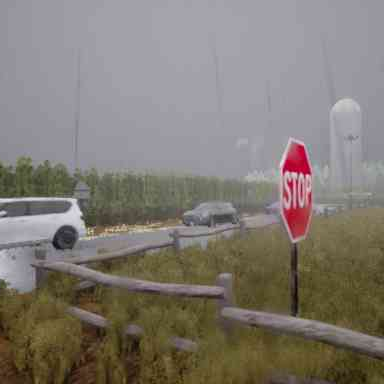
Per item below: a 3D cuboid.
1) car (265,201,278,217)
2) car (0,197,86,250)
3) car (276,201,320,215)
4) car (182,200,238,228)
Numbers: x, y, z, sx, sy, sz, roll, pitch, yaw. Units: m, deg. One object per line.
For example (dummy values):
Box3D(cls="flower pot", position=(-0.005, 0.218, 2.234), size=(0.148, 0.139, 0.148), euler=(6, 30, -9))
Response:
Box3D(cls="car", position=(8.998, 1.655, 33.548), size=(1.882, 1.535, 5.008), euler=(-1, -1, 36))
Box3D(cls="car", position=(-6.476, 1.201, 11.892), size=(2.150, 2.045, 5.566), euler=(-1, -1, 34))
Box3D(cls="car", position=(9.378, 1.675, 28.464), size=(2.033, 1.411, 5.357), euler=(-1, -1, 36))
Box3D(cls="car", position=(1.302, 1.448, 22.862), size=(2.097, 1.767, 4.553), euler=(-1, -1, 36))
